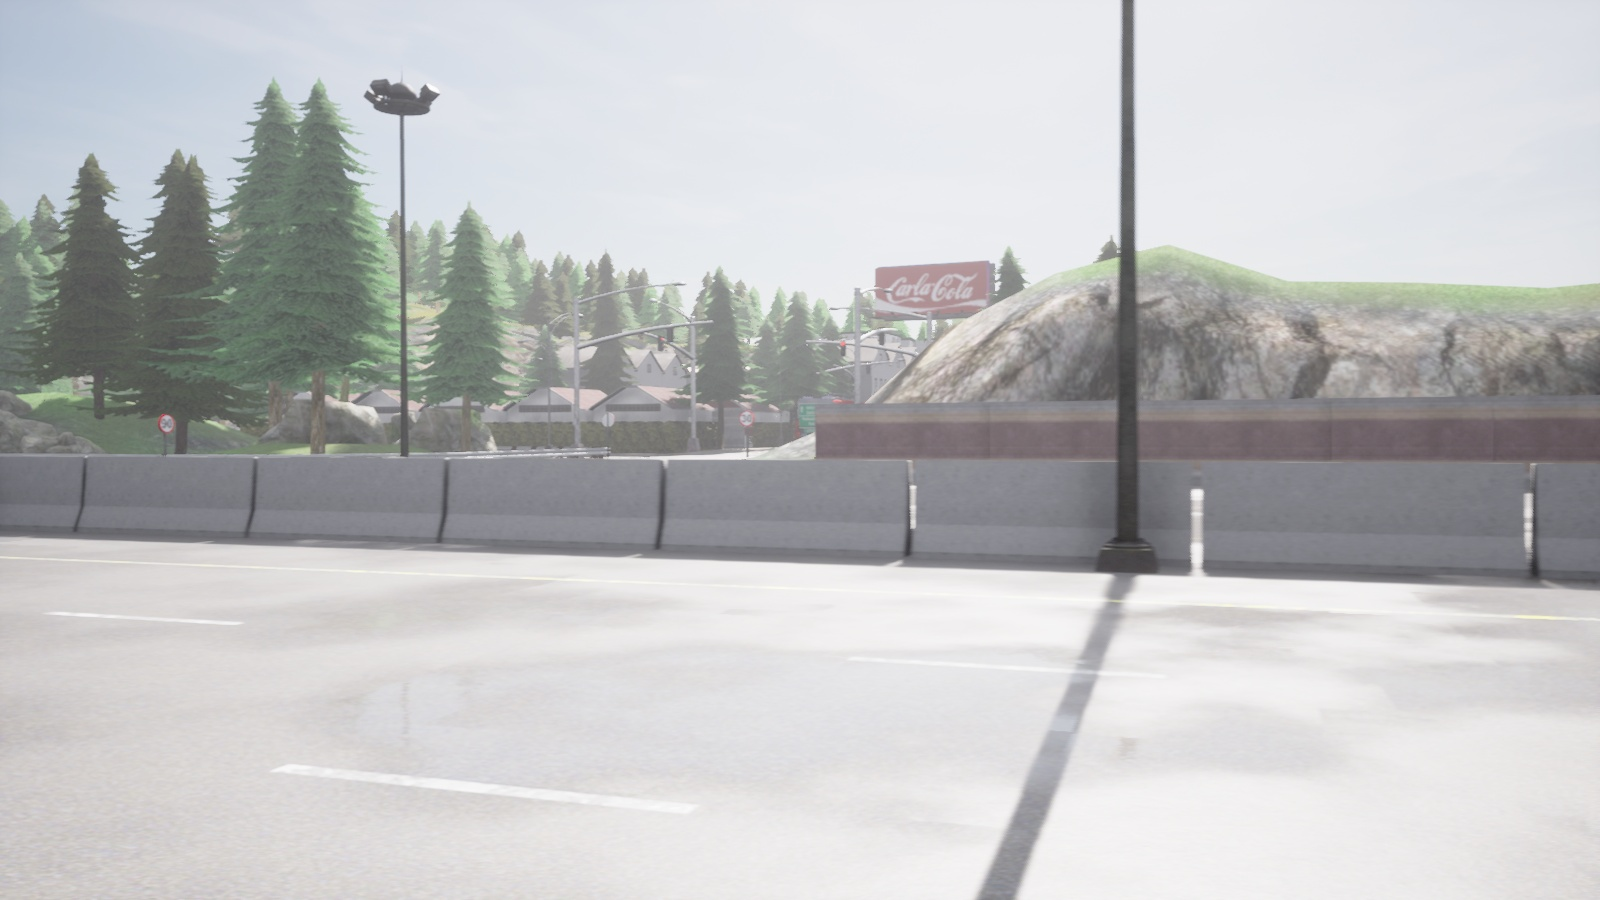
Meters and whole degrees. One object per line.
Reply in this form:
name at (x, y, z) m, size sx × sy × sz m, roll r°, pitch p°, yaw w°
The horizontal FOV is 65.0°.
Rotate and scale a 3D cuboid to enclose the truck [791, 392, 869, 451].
truck at (2.155, -1.886, 85.654) m, size 2.891 × 3.827 × 8.468 m, roll 1°, pitch 1°, yaw 19°
